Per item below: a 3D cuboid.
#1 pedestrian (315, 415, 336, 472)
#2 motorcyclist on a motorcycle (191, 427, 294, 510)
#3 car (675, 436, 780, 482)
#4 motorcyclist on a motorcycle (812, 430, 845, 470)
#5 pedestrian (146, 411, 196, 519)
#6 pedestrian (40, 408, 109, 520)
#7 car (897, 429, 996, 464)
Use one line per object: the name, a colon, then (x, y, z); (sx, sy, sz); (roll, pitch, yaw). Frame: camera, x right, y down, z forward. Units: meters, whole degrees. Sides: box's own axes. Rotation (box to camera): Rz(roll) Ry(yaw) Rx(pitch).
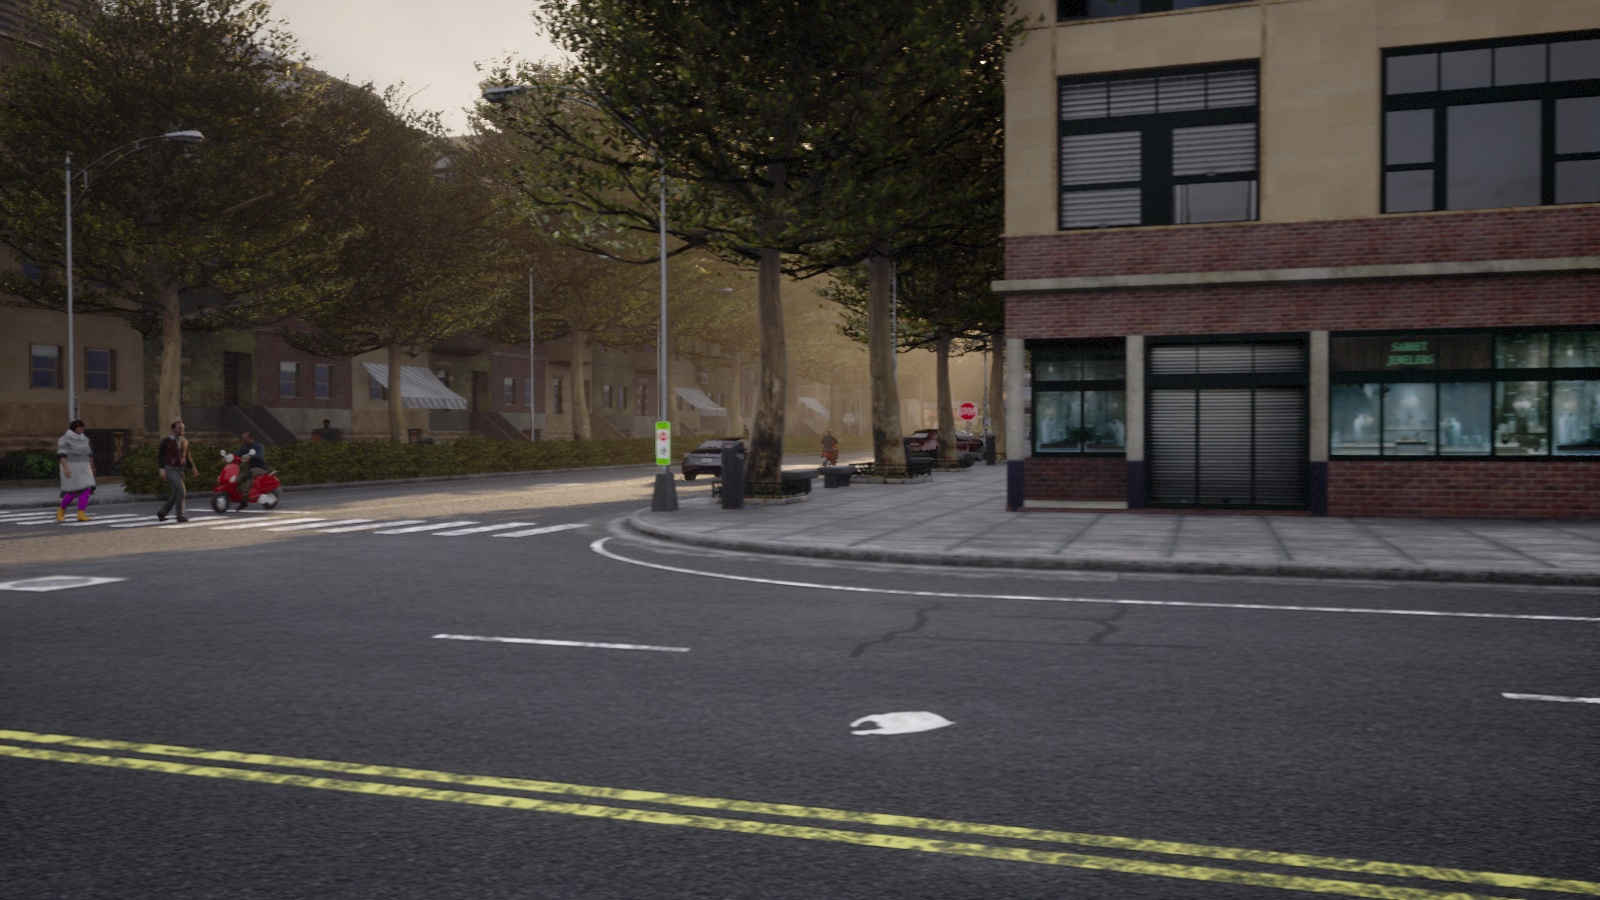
pedestrian: (-15.385, -0.217, 40.687); (0.353, 1.847, 0.614); (0, 1, 12)
motorcyclist on a motorcycle: (-11.088, 0.343, 25.045); (0.866, 1.590, 1.817); (1, 1, 19)
car: (-2.283, 0.237, 40.623); (1.994, 1.385, 4.181); (0, 1, 18)
motorcyclist on a motorcycle: (1.171, -0.029, 51.178); (0.866, 1.590, 1.817); (0, 1, 18)
pedestrian: (-10.936, 0.248, 21.832); (0.720, 1.854, 0.376); (1, 1, 21)
pedestrian: (-12.925, 0.233, 22.373); (0.873, 1.952, 0.659); (1, 1, 21)
car: (7.168, -0.189, 61.033); (4.856, 1.649, 2.033); (-1, 1, -41)
